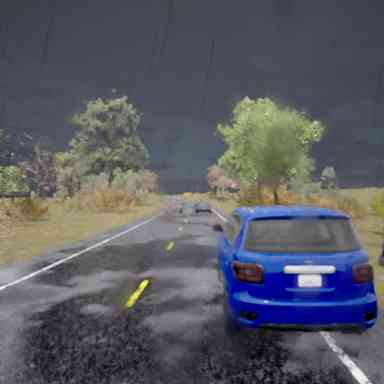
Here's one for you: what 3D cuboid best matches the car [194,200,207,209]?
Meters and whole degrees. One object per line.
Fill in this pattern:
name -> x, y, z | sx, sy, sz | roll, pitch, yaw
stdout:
car -> 1.425, 2.155, 56.102 | 1.994, 1.385, 4.181 | -1, -1, 0

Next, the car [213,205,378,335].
car -> 1.665, 1.285, 7.032 | 2.150, 2.045, 5.566 | -1, -1, 3

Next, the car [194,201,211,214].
car -> 1.445, 2.019, 43.042 | 1.994, 1.385, 4.181 | -1, -1, 0

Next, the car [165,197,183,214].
car -> -2.258, 1.849, 42.228 | 2.097, 1.767, 4.553 | -1, -1, 0
